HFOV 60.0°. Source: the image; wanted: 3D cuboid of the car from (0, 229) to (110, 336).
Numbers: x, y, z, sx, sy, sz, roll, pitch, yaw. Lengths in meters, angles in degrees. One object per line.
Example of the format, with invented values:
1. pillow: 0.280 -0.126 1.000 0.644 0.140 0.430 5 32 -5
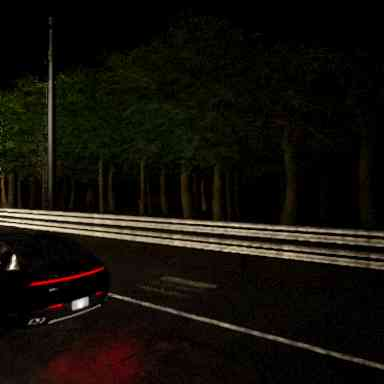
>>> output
1. car: -3.731 1.512 6.655 4.892 1.490 1.837 0 0 36
